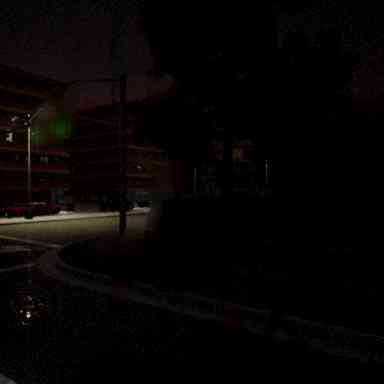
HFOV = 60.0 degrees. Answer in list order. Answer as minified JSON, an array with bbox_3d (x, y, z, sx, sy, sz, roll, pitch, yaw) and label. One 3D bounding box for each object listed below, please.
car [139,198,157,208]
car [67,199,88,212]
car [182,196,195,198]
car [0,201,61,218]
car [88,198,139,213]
[{"bbox_3d":[-5.738,1.551,47.547,1.994,1.385,4.181,0,0,36],"label":"car"},{"bbox_3d":[-12.248,1.549,38.565,1.994,1.385,4.181,0,0,37],"label":"car"},{"bbox_3d":[-0.932,1.340,48.204,2.097,1.767,4.553,0,0,36],"label":"car"},{"bbox_3d":[-14.316,1.589,29.813,1.895,1.301,4.718,0,0,33],"label":"car"},{"bbox_3d":[-8.780,1.464,37.413,1.882,1.535,5.008,0,0,36],"label":"car"}]
